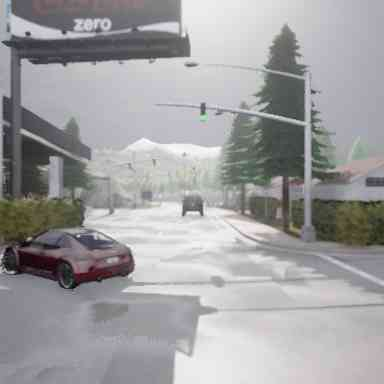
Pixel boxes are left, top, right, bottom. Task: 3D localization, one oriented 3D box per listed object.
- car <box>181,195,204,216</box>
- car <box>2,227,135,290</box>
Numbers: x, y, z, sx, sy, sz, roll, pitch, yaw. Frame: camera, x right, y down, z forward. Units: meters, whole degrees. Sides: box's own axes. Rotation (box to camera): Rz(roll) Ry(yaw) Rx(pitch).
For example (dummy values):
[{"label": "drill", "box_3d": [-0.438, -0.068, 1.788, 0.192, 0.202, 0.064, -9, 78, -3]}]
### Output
[{"label": "car", "box_3d": [0.083, 1.373, 34.933, 2.150, 2.045, 5.566, 0, 0, 0]}, {"label": "car", "box_3d": [-3.633, 1.714, 9.579, 4.181, 1.385, 1.994, -1, -2, 36]}]
